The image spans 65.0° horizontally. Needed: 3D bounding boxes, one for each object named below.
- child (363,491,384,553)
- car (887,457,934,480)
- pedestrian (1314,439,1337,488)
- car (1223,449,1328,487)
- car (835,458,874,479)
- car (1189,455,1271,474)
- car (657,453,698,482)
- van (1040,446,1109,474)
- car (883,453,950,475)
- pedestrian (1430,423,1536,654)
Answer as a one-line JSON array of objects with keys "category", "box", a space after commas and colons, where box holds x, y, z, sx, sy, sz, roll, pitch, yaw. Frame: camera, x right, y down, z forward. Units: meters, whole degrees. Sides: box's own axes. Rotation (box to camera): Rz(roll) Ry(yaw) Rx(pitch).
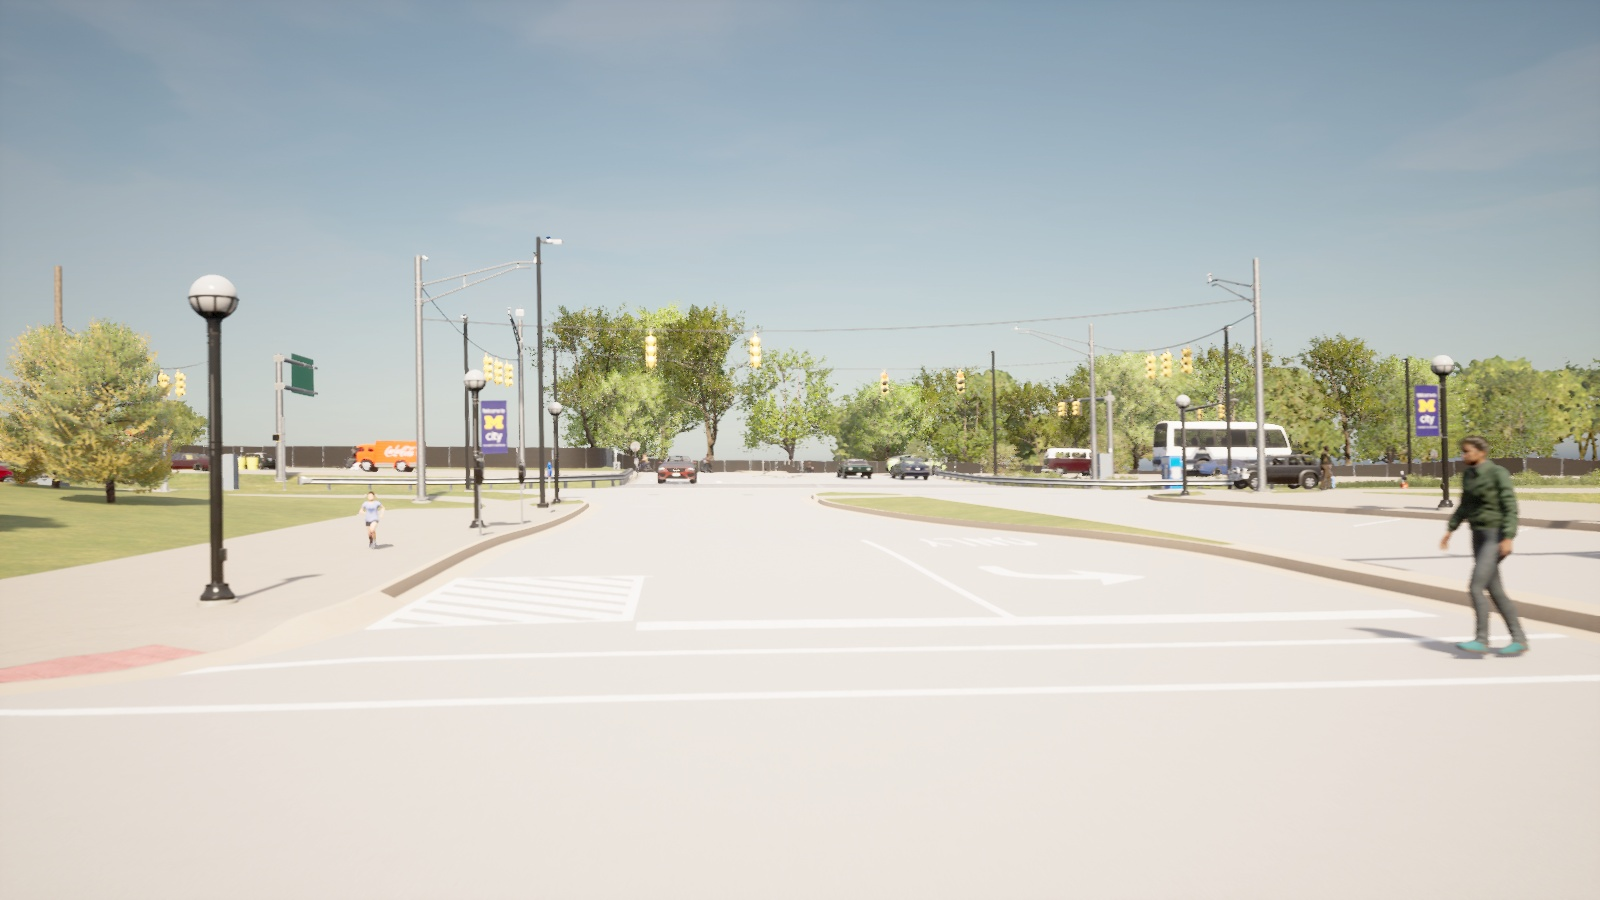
[{"category": "child", "box": [-7.723, 1.299, 22.735, 0.255, 1.110, 0.394, -2, -1, -5]}, {"category": "car", "box": [7.217, 1.183, 82.765, 2.033, 1.411, 5.357, 0, 0, -6]}, {"category": "pedestrian", "box": [21.329, 0.546, 50.938, 0.692, 1.930, 0.395, -2, -1, -6]}, {"category": "car", "box": [24.409, 0.916, 64.550, 4.605, 1.855, 1.932, -1, -1, -5]}, {"category": "car", "box": [3.585, 1.222, 83.763, 1.895, 1.301, 4.718, 0, 1, -6]}, {"category": "car", "box": [31.785, 1.071, 92.881, 5.357, 1.411, 2.033, 0, -1, -5]}, {"category": "car", "box": [-7.068, 1.006, 72.672, 2.152, 1.651, 5.027, 0, -1, -3]}, {"category": "van", "box": [20.078, 0.760, 91.859, 4.480, 2.038, 2.069, 0, -1, -5]}, {"category": "car", "box": [8.425, 0.976, 90.823, 4.514, 1.525, 2.007, -1, 0, -5]}, {"category": "pedestrian", "box": [5.608, 0.717, 10.331, 0.614, 1.847, 0.353, -2, -1, -4]}]
